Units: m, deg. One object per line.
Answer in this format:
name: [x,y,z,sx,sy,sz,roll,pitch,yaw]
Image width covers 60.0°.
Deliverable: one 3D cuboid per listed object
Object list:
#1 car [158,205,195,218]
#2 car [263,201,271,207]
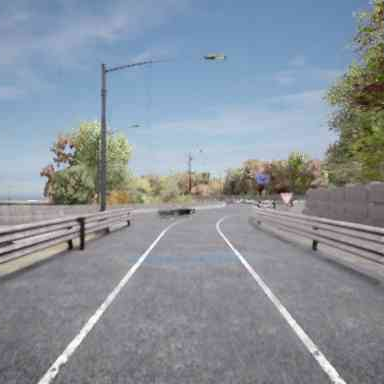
car: [-1.651,2.170,37.669,1.895,1.301,4.718,-1,-1,37]
car: [17.217,2.812,75.754,2.033,1.411,5.357,0,-1,13]
